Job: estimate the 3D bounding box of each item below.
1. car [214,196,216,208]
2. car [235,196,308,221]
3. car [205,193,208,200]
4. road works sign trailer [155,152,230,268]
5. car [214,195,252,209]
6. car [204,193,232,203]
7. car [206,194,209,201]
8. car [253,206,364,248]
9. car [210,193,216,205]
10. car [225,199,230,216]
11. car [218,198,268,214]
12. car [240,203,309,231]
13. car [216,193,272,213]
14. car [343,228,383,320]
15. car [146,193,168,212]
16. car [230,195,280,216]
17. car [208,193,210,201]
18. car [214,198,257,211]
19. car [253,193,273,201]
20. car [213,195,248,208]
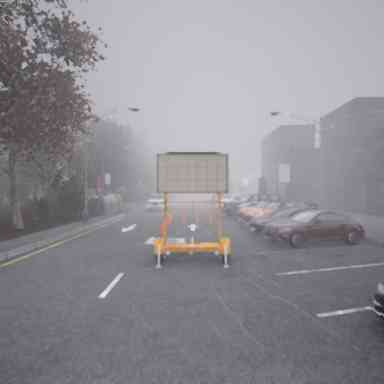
[{"bbox_3d":[5.248,1.449,32.454,5.366,1.575,1.946,1,0,-20],"label":"car"},{"bbox_3d":[5.390,1.332,20.519,4.553,1.767,2.185,1,0,-20],"label":"car"},{"bbox_3d":[5.398,1.503,65.491,5.366,1.575,1.946,1,0,-20],"label":"car"},{"bbox_3d":[0.017,0.446,11.240,2.380,3.560,2.880,0,0,0],"label":"road works sign trailer"},{"bbox_3d":[5.459,1.339,44.526,4.553,1.767,2.185,1,0,-20],"label":"car"},{"bbox_3d":[5.604,1.271,71.585,5.566,2.045,2.435,1,0,-20],"label":"car"},{"bbox_3d":[5.540,1.488,56.547,5.008,1.535,2.097,1,0,-20],"label":"car"},{"bbox_3d":[5.335,1.503,14.508,4.674,1.452,2.002,1,0,-20],"label":"car"},{"bbox_3d":[5.434,1.206,38.512,5.566,2.045,2.435,1,0,-20],"label":"car"},{"bbox_3d":[5.385,1.494,26.517,4.674,1.452,2.002,1,0,-20],"label":"car"},{"bbox_3d":[5.411,1.485,35.511,4.792,1.488,2.163,1,0,-20],"label":"car"},{"bbox_3d":[5.317,1.489,17.500,4.792,1.488,2.163,1,0,-20],"label":"car"},{"bbox_3d":[5.395,1.202,29.495,5.566,2.045,2.435,1,0,-20],"label":"car"},{"bbox_3d":[5.317,1.478,5.507,4.892,1.521,2.231,1,0,-20],"label":"car"},{"bbox_3d":[-3.956,1.191,38.574,2.150,2.045,5.566,0,0,0],"label":"car"},{"bbox_3d":[5.405,1.330,23.521,4.553,1.767,2.185,1,0,-20],"label":"car"},{"bbox_3d":[5.569,1.357,53.544,4.553,1.767,2.185,1,0,-20],"label":"car"},{"bbox_3d":[5.448,1.491,41.512,4.792,1.488,2.163,1,0,-20],"label":"car"},{"bbox_3d":[18.616,1.317,87.540,2.435,2.045,5.566,0,1,-21],"label":"car"},{"bbox_3d":[5.475,1.344,47.527,4.553,1.767,2.185,1,0,-20],"label":"car"}]
